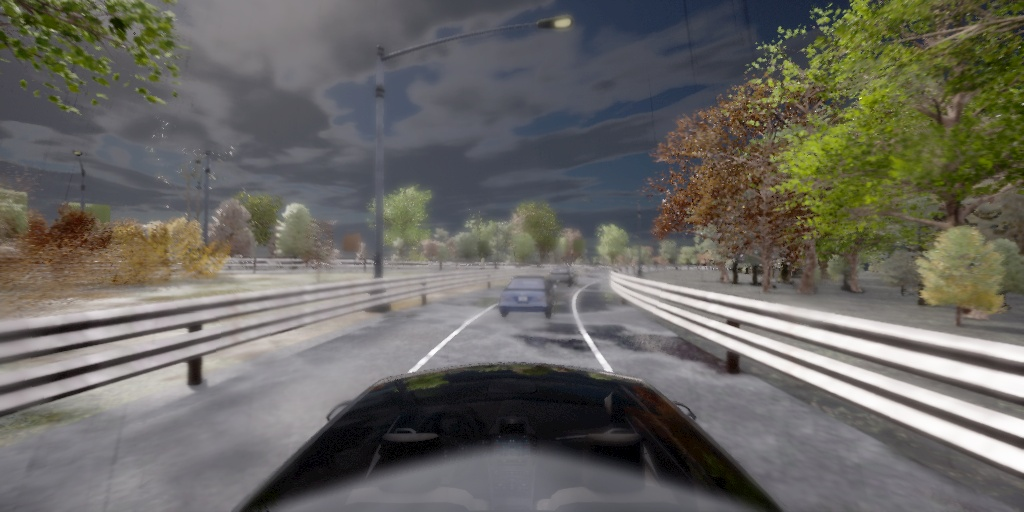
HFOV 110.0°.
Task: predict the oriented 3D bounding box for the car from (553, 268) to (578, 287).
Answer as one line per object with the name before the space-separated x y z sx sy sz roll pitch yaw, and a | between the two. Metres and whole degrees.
car | 4.235 1.714 29.276 2.128 1.511 4.902 0 -1 18

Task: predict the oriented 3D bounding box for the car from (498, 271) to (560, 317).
car | 0.715 1.472 14.031 2.033 1.411 5.357 0 -1 8
